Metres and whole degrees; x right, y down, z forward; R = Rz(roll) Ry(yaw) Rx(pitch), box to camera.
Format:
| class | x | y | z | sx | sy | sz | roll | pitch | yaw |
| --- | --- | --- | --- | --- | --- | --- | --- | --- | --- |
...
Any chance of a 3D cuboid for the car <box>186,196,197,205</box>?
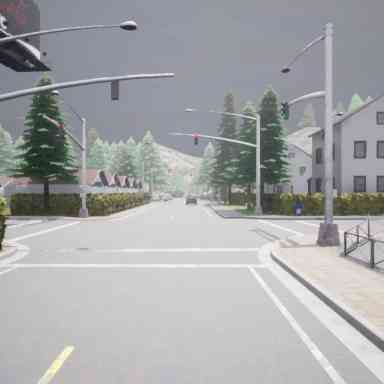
| class | x | y | z | sx | sy | sz | roll | pitch | yaw |
| --- | --- | --- | --- | --- | --- | --- | --- | --- | --- |
| car | -0.086 | 1.505 | 59.225 | 1.837 | 1.490 | 4.892 | 0 | 0 | 0 |
